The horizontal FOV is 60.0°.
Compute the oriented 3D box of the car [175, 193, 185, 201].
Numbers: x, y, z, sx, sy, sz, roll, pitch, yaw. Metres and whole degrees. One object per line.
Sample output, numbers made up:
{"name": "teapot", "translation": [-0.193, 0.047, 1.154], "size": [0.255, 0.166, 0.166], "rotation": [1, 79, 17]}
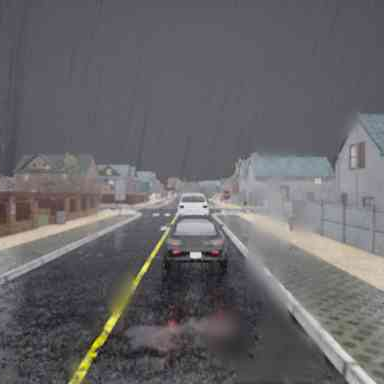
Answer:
{"name": "car", "translation": [-2.761, 1.151, 76.431], "size": [2.097, 1.767, 4.553], "rotation": [0, 0, 0]}

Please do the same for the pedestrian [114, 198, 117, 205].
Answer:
{"name": "pedestrian", "translation": [-9.688, 1.139, 42.394], "size": [0.500, 1.100, 0.500], "rotation": [0, 0, 1]}

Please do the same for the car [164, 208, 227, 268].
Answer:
{"name": "car", "translation": [0.102, 1.494, 11.080], "size": [1.812, 1.442, 4.674], "rotation": [0, 0, 0]}

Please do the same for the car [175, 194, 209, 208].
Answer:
{"name": "car", "translation": [0.092, 1.154, 24.825], "size": [2.150, 2.045, 5.566], "rotation": [0, 0, 0]}
